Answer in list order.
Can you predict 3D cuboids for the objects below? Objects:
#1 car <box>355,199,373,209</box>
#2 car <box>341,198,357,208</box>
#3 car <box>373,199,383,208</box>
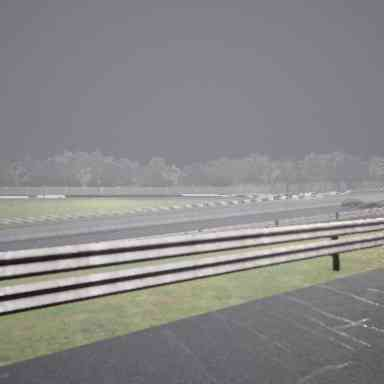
[{"bbox_3d":[32.098,2.196,59.711,4.718,1.301,1.895,-4,2,-28],"label":"car"},{"bbox_3d":[30.410,1.936,62.776,4.553,1.767,2.097,-4,2,-28],"label":"car"},{"bbox_3d":[33.651,1.976,56.572,4.553,1.767,2.097,-4,2,-28],"label":"car"}]
